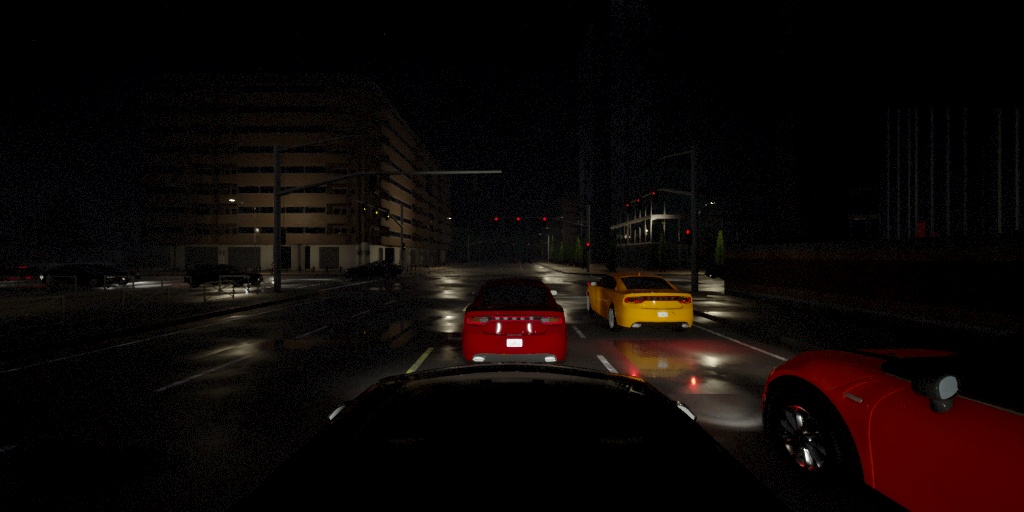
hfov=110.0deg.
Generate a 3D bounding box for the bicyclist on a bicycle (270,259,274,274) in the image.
[{"bbox_3d":[-25.540,1.106,38.695,0.582,1.620,1.656,0,0,0],"label":"bicyclist on a bicycle"}]

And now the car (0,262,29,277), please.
[{"bbox_3d":[-50.350,1.297,34.956,4.902,1.511,2.128,0,0,1],"label":"car"}]

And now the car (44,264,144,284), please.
[{"bbox_3d":[-32.193,1.353,27.737,5.357,1.411,2.033,0,0,0],"label":"car"}]

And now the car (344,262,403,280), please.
[{"bbox_3d":[-12.048,1.282,31.362,4.902,1.511,2.128,0,0,0],"label":"car"}]

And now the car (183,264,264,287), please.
[{"bbox_3d":[-19.431,1.331,24.208,4.674,1.442,1.812,0,0,0],"label":"car"}]

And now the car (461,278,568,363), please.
[{"bbox_3d":[0.058,1.228,8.164,1.882,1.535,5.008,0,0,0],"label":"car"}]

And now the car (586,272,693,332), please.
[{"bbox_3d":[3.577,1.228,10.940,1.882,1.535,5.008,0,0,0],"label":"car"}]

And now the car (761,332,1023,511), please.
[{"bbox_3d":[3.600,1.102,1.794,2.097,1.767,4.553,0,0,0],"label":"car"}]

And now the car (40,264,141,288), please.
[{"bbox_3d":[-28.670,1.310,24.223,4.892,1.490,1.837,0,0,0],"label":"car"}]

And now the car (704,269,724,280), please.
[{"bbox_3d":[19.520,1.406,31.246,4.718,1.301,1.895,0,0,0],"label":"car"}]
